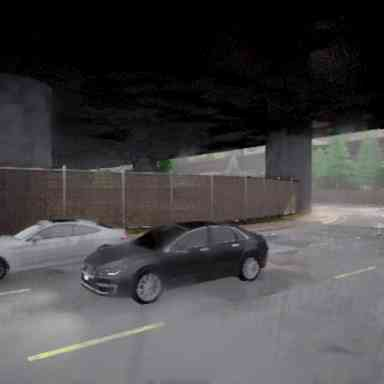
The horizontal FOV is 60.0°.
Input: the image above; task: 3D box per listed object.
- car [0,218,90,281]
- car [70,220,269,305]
[{"bbox_3d":[-4.072,1.524,9.640,4.674,1.442,1.812,0,0,-35],"label":"car"},{"bbox_3d":[-0.182,1.503,8.210,4.892,1.490,1.837,0,0,-36],"label":"car"}]
